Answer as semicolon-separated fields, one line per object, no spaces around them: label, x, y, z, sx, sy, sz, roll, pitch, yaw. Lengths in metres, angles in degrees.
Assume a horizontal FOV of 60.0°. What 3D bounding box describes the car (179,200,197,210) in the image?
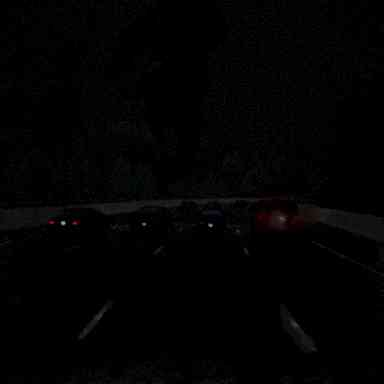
car;-0.545;1.886;49.278;1.994;1.385;4.181;0;0;14

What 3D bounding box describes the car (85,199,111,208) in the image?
car;-14.579;1.756;51.775;1.994;1.385;4.181;0;0;15

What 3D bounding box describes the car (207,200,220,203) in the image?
car;3.184;1.928;49.725;1.994;1.385;4.181;0;0;15

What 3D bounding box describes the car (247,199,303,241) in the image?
car;4.431;1.389;18.119;2.150;2.045;5.566;0;0;5

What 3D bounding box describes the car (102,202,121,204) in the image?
car;-11.771;1.801;48.625;1.895;1.301;4.718;0;0;14

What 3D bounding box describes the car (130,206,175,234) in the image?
car;-2.295;1.589;20.317;1.882;1.535;5.008;0;0;7

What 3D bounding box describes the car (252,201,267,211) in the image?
car;10.131;2.037;49.622;1.895;1.301;4.718;0;0;16

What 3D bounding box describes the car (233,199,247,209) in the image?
car;7.960;1.935;54.093;2.128;1.511;4.902;0;0;17

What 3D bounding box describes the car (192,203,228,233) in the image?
car;1.274;1.678;20.811;1.812;1.442;4.674;0;0;6

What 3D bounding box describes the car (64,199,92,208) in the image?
car;-17.950;1.764;52.737;1.895;1.301;4.718;0;0;15

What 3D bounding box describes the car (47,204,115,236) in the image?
car;-6.094;1.610;18.903;2.033;1.411;5.357;1;0;6
